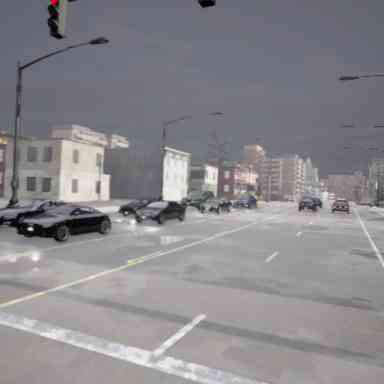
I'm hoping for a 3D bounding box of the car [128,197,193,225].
[{"bbox_3d":[-1.971,1.271,22.366,1.812,1.442,4.674,2,1,25],"label":"car"}]

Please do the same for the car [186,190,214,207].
[{"bbox_3d":[0.798,0.851,36.657,2.150,2.045,5.566,2,1,25],"label":"car"}]

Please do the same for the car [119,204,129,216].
[{"bbox_3d":[-3.699,1.169,26.973,2.033,1.411,5.357,2,1,25],"label":"car"}]

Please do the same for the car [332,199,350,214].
[{"bbox_3d":[17.332,1.705,38.760,2.033,1.411,5.357,2,1,25],"label":"car"}]

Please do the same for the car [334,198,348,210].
[{"bbox_3d":[21.336,1.708,47.570,1.812,1.442,4.674,2,1,25],"label":"car"}]

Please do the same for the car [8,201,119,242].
[{"bbox_3d":[-5.474,1.271,14.780,1.994,1.385,4.181,2,1,25],"label":"car"}]

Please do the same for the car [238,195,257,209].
[{"bbox_3d":[6.512,1.116,40.622,2.097,1.767,4.553,2,1,25],"label":"car"}]

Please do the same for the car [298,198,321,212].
[{"bbox_3d":[13.841,1.532,39.555,1.837,1.490,4.892,2,1,25],"label":"car"}]

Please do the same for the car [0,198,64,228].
[{"bbox_3d":[-8.060,1.081,17.518,2.128,1.511,4.902,2,1,25],"label":"car"}]

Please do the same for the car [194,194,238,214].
[{"bbox_3d":[2.399,1.248,31.804,2.128,1.511,4.902,2,1,25],"label":"car"}]

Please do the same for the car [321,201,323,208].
[{"bbox_3d":[18.138,1.601,48.990,2.033,1.411,5.357,2,0,25],"label":"car"}]
